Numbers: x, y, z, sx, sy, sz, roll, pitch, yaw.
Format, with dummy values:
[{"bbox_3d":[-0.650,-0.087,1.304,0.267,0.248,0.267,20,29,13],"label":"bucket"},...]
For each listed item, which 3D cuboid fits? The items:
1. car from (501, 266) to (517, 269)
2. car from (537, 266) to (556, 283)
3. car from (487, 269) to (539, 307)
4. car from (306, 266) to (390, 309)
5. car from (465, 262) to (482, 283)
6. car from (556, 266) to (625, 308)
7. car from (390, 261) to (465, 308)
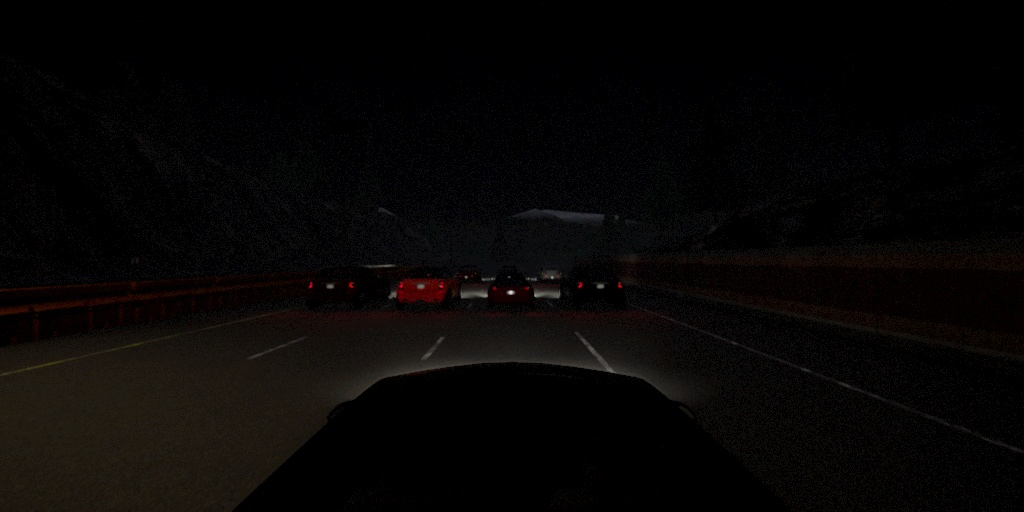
[{"bbox_3d":[-0.242,1.552,31.377,1.812,1.442,4.674,0,0,0],"label":"car"},{"bbox_3d":[3.258,1.552,31.427,1.812,1.442,4.674,0,0,0],"label":"car"},{"bbox_3d":[-0.061,1.450,16.321,1.994,1.385,4.181,0,0,-1],"label":"car"},{"bbox_3d":[-7.060,1.233,16.005,2.097,1.767,4.553,0,-1,-1],"label":"car"},{"bbox_3d":[-3.742,1.552,31.358,1.812,1.442,4.674,0,0,0],"label":"car"},{"bbox_3d":[3.439,1.234,16.130,2.097,1.767,4.553,0,-1,-1],"label":"car"},{"bbox_3d":[-3.561,1.233,16.047,2.097,1.767,4.553,0,-1,-1],"label":"car"}]
